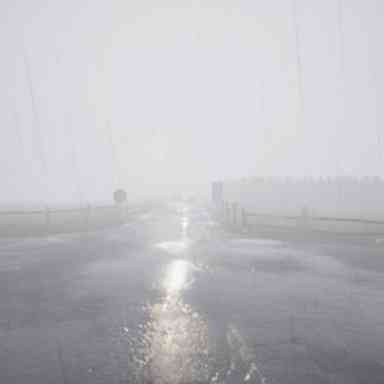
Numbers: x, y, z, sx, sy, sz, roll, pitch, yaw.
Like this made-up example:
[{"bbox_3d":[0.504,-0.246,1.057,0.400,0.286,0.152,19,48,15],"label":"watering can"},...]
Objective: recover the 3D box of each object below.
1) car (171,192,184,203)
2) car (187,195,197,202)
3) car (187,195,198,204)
[{"bbox_3d":[-2.740,1.026,62.194,2.150,2.045,5.566,0,0,0],"label":"car"},{"bbox_3d":[0.011,1.287,68.059,1.837,1.490,4.892,0,0,0],"label":"car"},{"bbox_3d":[0.009,1.421,58.084,1.895,1.301,4.718,0,0,0],"label":"car"}]
